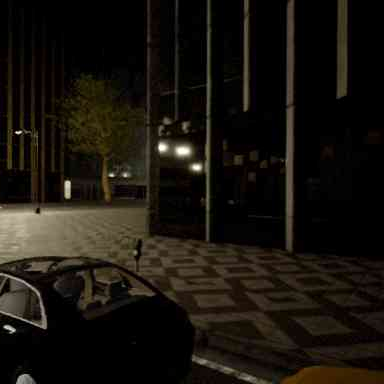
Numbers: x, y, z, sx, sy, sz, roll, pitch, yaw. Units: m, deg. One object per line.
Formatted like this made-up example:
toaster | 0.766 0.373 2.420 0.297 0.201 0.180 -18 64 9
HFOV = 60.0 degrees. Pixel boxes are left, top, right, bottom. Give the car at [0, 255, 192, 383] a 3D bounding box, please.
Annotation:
car | -2.028 1.535 4.407 4.403 1.369 2.008 0 0 35

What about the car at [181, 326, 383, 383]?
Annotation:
car | 2.426 1.530 1.231 4.829 1.417 1.752 0 0 35
